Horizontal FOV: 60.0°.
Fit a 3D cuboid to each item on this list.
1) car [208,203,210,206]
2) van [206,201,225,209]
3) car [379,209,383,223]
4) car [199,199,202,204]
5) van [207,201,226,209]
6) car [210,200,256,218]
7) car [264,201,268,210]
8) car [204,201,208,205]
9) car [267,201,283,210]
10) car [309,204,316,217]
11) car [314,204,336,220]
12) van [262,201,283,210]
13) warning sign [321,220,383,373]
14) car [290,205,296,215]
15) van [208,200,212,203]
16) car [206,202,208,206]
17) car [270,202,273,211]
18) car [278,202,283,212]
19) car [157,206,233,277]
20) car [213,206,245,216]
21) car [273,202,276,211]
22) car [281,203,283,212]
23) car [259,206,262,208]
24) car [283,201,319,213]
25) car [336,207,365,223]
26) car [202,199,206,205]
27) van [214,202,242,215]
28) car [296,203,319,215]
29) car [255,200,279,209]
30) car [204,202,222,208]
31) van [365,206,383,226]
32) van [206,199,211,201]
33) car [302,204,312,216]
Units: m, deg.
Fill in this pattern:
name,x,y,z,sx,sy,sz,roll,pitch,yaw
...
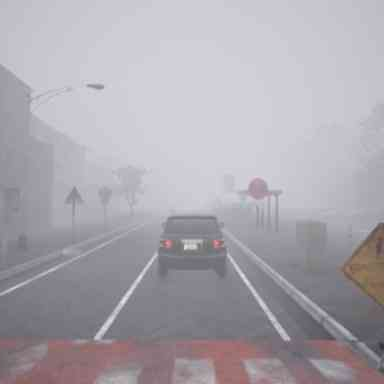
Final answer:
name,x,y,z,sx,sy,sz,roll,pitch,yaw
car,5.716,3.002,57.651,5.008,1.535,2.097,0,-1,0
van,5.804,3.169,82.890,4.442,1.987,1.878,0,-1,0
car,18.838,2.445,27.902,4.674,1.452,2.002,0,-1,0
car,5.644,3.283,94.102,5.566,2.045,2.435,0,-1,0
van,5.808,3.134,80.086,4.442,1.987,1.878,0,-1,0
car,5.708,2.524,46.445,5.566,2.045,2.435,0,-1,0
car,18.753,3.012,72.313,5.566,2.045,2.435,0,-1,0
car,5.709,3.250,71.672,4.892,1.521,2.231,0,-1,0
car,18.814,3.252,69.534,4.792,1.488,2.163,0,-1,0
car,18.848,2.772,44.552,4.792,1.488,2.163,0,-1,0
car,18.636,2.683,41.777,5.366,1.575,1.946,0,-1,0
van,18.891,3.112,77.865,4.442,1.987,1.878,0,-1,0
warning sign,2.766,1.360,4.773,1.300,1.860,1.060,-2,-4,0
car,18.812,2.911,52.877,5.008,1.535,2.097,0,-1,0
van,5.601,2.832,60.462,4.442,1.987,1.878,0,-1,0
car,5.739,3.191,66.061,4.792,1.488,2.163,0,-1,0
car,18.759,3.209,66.751,4.792,1.488,2.163,0,-1,0
car,18.791,3.077,61.204,5.008,1.535,2.097,0,-1,0
car,0.032,1.706,12.115,2.150,2.045,5.566,0,-1,1
car,5.731,2.929,52.044,4.674,1.452,2.002,0,-1,0
car,18.977,3.126,63.981,5.366,1.575,1.946,0,-1,0
car,18.794,3.025,58.426,4.892,1.521,2.231,0,-1,0
car,18.806,3.052,75.089,5.566,2.045,2.435,0,-1,0
car,18.775,2.716,55.657,5.566,2.045,2.435,0,-1,0
car,18.801,2.603,36.226,4.792,1.488,2.163,0,-1,0
car,5.667,3.074,77.283,5.566,2.045,2.435,0,-1,0
van,5.842,2.720,54.853,4.442,1.987,1.878,0,-1,0
car,18.816,2.855,50.102,5.008,1.535,2.097,0,-1,0
car,18.795,3.156,83.416,5.566,2.045,2.435,0,-1,0
car,5.674,3.539,91.295,4.674,1.452,2.002,0,-1,0
van,18.954,2.235,30.682,4.442,1.987,1.878,0,-1,0
van,5.815,3.064,74.482,4.442,1.987,1.878,0,-1,0
car,18.821,2.800,47.326,4.892,1.521,2.231,0,-1,0
